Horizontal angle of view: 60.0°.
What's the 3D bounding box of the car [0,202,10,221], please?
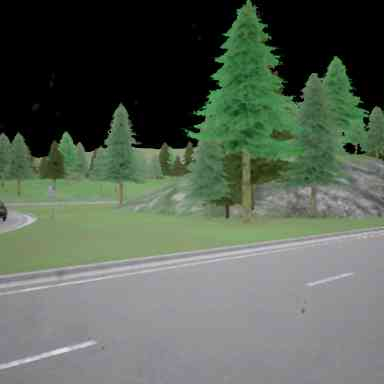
[{"bbox_3d":[-15.925,1.504,26.791,1.837,1.490,4.892,0,0,-28],"label":"car"}]
